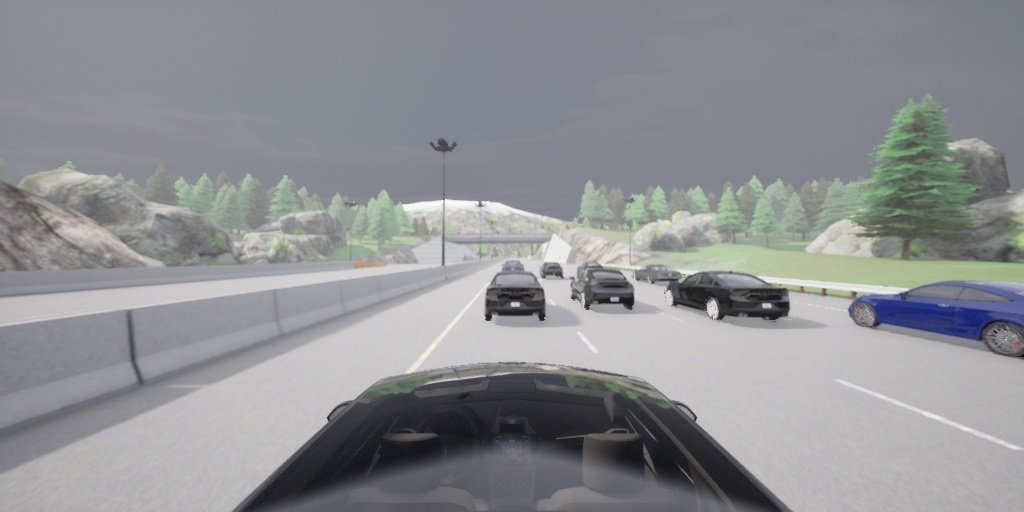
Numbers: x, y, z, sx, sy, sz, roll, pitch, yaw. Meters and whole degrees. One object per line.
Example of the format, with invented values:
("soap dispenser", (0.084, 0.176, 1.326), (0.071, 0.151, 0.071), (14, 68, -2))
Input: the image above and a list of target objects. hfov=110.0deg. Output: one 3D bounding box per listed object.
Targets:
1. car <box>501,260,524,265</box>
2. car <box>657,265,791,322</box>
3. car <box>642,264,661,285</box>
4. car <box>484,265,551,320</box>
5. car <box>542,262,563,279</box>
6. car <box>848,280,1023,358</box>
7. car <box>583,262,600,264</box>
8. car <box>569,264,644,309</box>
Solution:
("car", (0.090, 1.135, 33.409), (2.097, 1.767, 4.553), (0, 0, 0))
("car", (7.097, 1.239, 12.456), (1.882, 1.535, 5.008), (0, 0, 0))
("car", (10.592, 1.324, 26.542), (2.033, 1.411, 5.357), (0, 0, 0))
("car", (0.098, 1.239, 12.706), (1.882, 1.535, 5.008), (0, 0, 0))
("car", (3.590, 1.288, 33.214), (1.837, 1.490, 4.892), (0, 0, 0))
("car", (10.599, 1.283, 8.351), (1.812, 1.442, 4.674), (0, 0, 0))
("car", (7.091, 1.274, 32.588), (2.128, 1.511, 4.902), (0, 0, 0))
("car", (3.595, 1.269, 14.956), (1.837, 1.490, 4.892), (0, 0, 0))
